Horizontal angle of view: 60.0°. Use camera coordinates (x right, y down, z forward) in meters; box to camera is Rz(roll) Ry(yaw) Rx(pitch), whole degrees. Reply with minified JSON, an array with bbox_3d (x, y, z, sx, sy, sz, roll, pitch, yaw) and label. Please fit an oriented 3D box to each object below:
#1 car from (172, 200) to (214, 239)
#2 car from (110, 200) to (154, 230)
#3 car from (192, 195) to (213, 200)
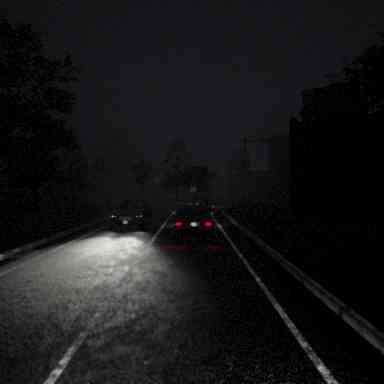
[{"bbox_3d":[0.059,1.310,15.831,2.033,1.411,5.357,0,1,0],"label":"car"},{"bbox_3d":[-3.309,1.209,18.975,2.128,1.511,4.902,0,1,0],"label":"car"},{"bbox_3d":[0.936,1.025,33.127,2.033,1.411,5.357,0,2,9],"label":"car"}]
